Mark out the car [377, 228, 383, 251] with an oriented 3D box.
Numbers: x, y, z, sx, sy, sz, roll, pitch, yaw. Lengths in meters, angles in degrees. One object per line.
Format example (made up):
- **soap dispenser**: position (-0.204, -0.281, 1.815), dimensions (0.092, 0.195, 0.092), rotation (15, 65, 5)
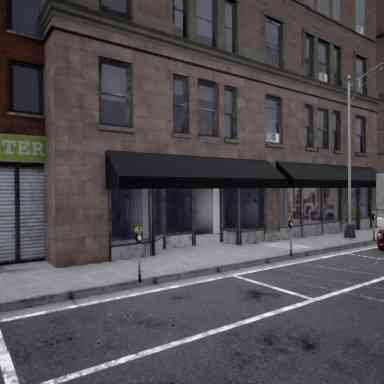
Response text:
- **car**: position (8.899, 1.541, 12.894), dimensions (4.507, 1.381, 1.887), rotation (0, -1, -36)
